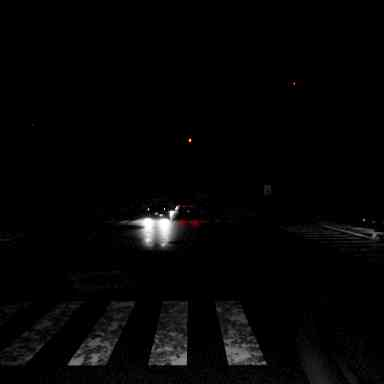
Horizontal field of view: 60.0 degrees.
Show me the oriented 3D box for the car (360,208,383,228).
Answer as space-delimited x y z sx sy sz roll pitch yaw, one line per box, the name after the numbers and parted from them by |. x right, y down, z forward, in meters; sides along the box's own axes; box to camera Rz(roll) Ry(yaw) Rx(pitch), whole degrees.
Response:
13.072 1.454 20.632 4.892 1.490 1.837 -1 0 0 | car

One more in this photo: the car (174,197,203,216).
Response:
-0.287 1.525 32.424 2.128 1.511 4.902 0 0 1 | car

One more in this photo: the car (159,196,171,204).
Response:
-5.578 1.551 69.207 1.967 1.590 4.097 0 0 0 | car

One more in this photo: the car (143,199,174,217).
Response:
-3.143 1.634 32.022 1.895 1.301 4.718 0 0 1 | car

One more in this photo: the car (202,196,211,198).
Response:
2.397 1.640 47.147 1.802 1.307 4.206 0 0 0 | car

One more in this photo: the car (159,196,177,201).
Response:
-3.097 1.613 41.978 1.994 1.385 4.181 0 0 1 | car

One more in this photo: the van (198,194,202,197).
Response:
2.422 1.423 58.168 1.690 1.788 3.998 0 0 0 | van

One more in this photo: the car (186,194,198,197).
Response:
-0.101 1.661 64.081 1.994 1.385 4.181 0 0 0 | car

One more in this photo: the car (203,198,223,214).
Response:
2.373 1.605 36.124 1.947 1.339 4.313 0 0 0 | car

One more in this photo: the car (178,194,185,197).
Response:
-3.008 1.583 62.043 2.128 1.511 4.902 0 0 1 | car

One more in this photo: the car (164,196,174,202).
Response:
-5.553 1.693 80.228 2.008 1.369 4.403 0 0 0 | car

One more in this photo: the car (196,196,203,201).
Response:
2.084 1.696 90.093 1.812 1.442 4.674 0 0 0 | car

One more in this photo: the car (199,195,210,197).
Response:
2.410 1.636 52.657 1.947 1.339 4.313 0 0 0 | car

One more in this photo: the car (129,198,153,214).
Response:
-5.652 1.480 36.143 1.967 1.590 4.097 0 0 0 | car

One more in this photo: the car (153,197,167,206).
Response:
-5.603 1.633 58.186 2.008 1.369 4.403 0 0 0 | car

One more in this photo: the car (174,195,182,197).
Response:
-3.075 1.632 51.962 1.994 1.385 4.181 0 0 0 | car

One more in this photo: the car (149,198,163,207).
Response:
-5.615 1.652 52.675 1.802 1.307 4.206 0 0 0 | car
